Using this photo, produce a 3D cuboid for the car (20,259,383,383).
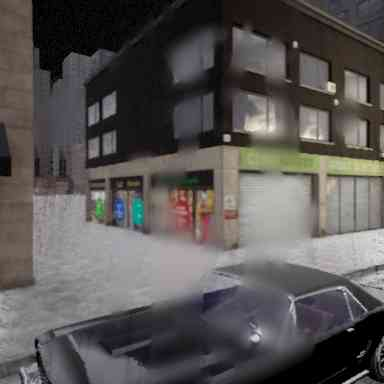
[{"bbox_3d":[0.695,1.601,3.864,4.718,1.301,1.895,0,0,-35],"label":"car"}]
